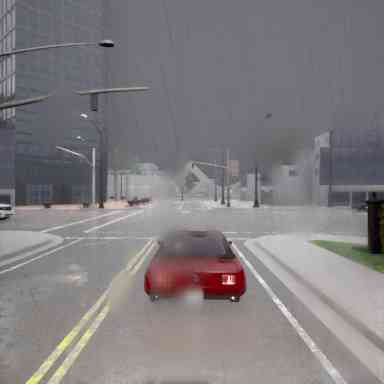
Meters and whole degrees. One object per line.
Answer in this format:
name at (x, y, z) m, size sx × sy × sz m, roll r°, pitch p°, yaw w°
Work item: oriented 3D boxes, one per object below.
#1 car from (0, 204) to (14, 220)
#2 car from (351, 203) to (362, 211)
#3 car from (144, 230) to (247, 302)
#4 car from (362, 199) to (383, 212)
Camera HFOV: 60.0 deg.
car at (-17.340, 1.339, 26.613) m, size 5.566 × 2.045 × 2.150 m, roll -1°, pitch 0°, yaw 0°
car at (20.976, 1.498, 37.637) m, size 5.357 × 1.411 × 2.033 m, roll 0°, pitch 0°, yaw -1°
car at (0.070, 1.601, 8.214) m, size 1.895 × 1.301 × 4.718 m, roll 0°, pitch 0°, yaw 0°
car at (20.961, 1.496, 34.128) m, size 5.357 × 1.411 × 2.033 m, roll 0°, pitch 0°, yaw -1°
